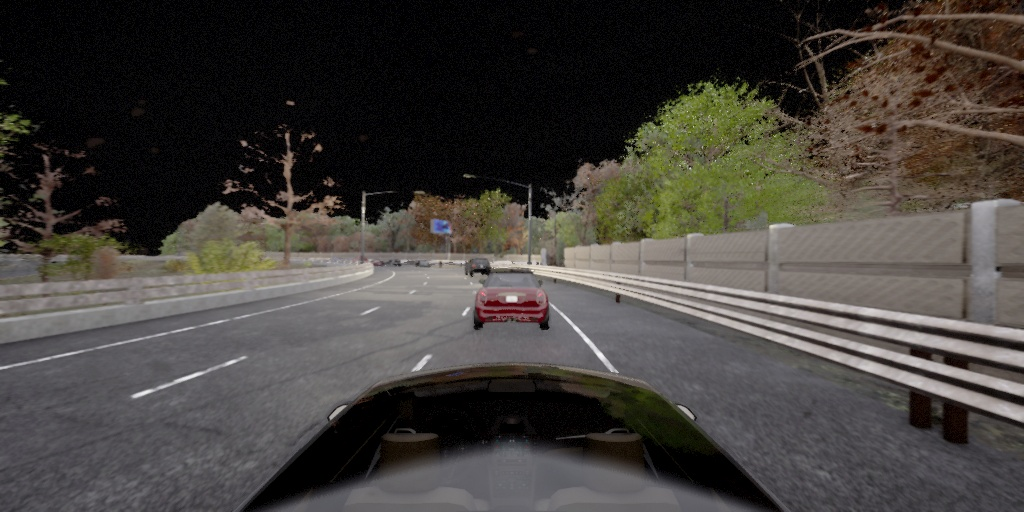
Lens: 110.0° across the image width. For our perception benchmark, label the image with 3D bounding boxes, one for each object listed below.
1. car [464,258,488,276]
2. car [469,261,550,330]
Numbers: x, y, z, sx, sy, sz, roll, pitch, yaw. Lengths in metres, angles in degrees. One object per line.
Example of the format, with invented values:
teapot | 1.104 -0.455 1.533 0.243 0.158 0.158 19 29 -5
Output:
car | -3.819 1.207 39.258 2.150 2.045 5.566 1 -1 -16
car | -0.037 1.176 11.673 2.097 1.767 4.553 1 0 -1
